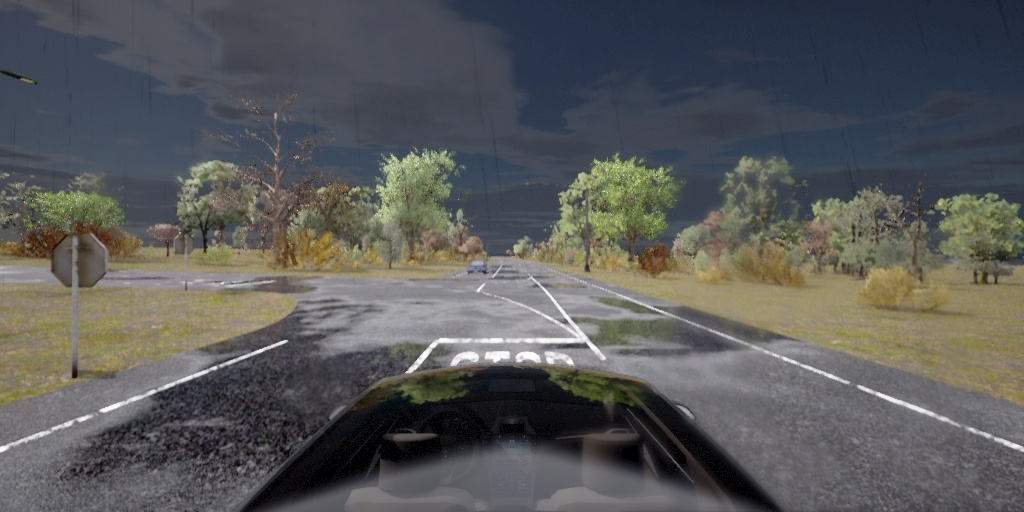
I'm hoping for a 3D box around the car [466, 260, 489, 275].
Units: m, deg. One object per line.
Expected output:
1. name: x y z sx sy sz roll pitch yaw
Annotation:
1. car: -3.495 1.182 37.084 1.812 1.442 4.674 0 0 0
